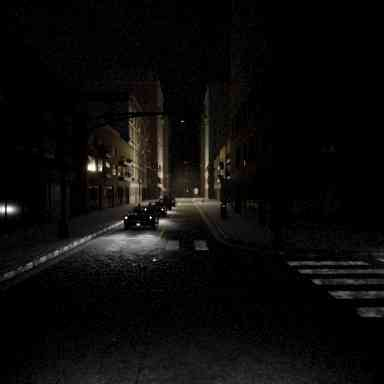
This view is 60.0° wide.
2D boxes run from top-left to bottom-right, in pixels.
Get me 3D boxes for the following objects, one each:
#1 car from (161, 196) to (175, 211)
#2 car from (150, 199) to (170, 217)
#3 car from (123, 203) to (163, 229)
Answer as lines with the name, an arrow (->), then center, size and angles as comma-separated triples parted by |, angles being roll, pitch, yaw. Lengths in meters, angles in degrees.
car -> -3.444, 1.547, 40.179 | 1.994, 1.385, 4.181 | 0, 0, 0
car -> -3.324, 1.591, 30.905 | 1.895, 1.301, 4.718 | 0, 0, -1
car -> -3.185, 1.596, 21.733 | 1.895, 1.301, 4.718 | 0, 0, -1
